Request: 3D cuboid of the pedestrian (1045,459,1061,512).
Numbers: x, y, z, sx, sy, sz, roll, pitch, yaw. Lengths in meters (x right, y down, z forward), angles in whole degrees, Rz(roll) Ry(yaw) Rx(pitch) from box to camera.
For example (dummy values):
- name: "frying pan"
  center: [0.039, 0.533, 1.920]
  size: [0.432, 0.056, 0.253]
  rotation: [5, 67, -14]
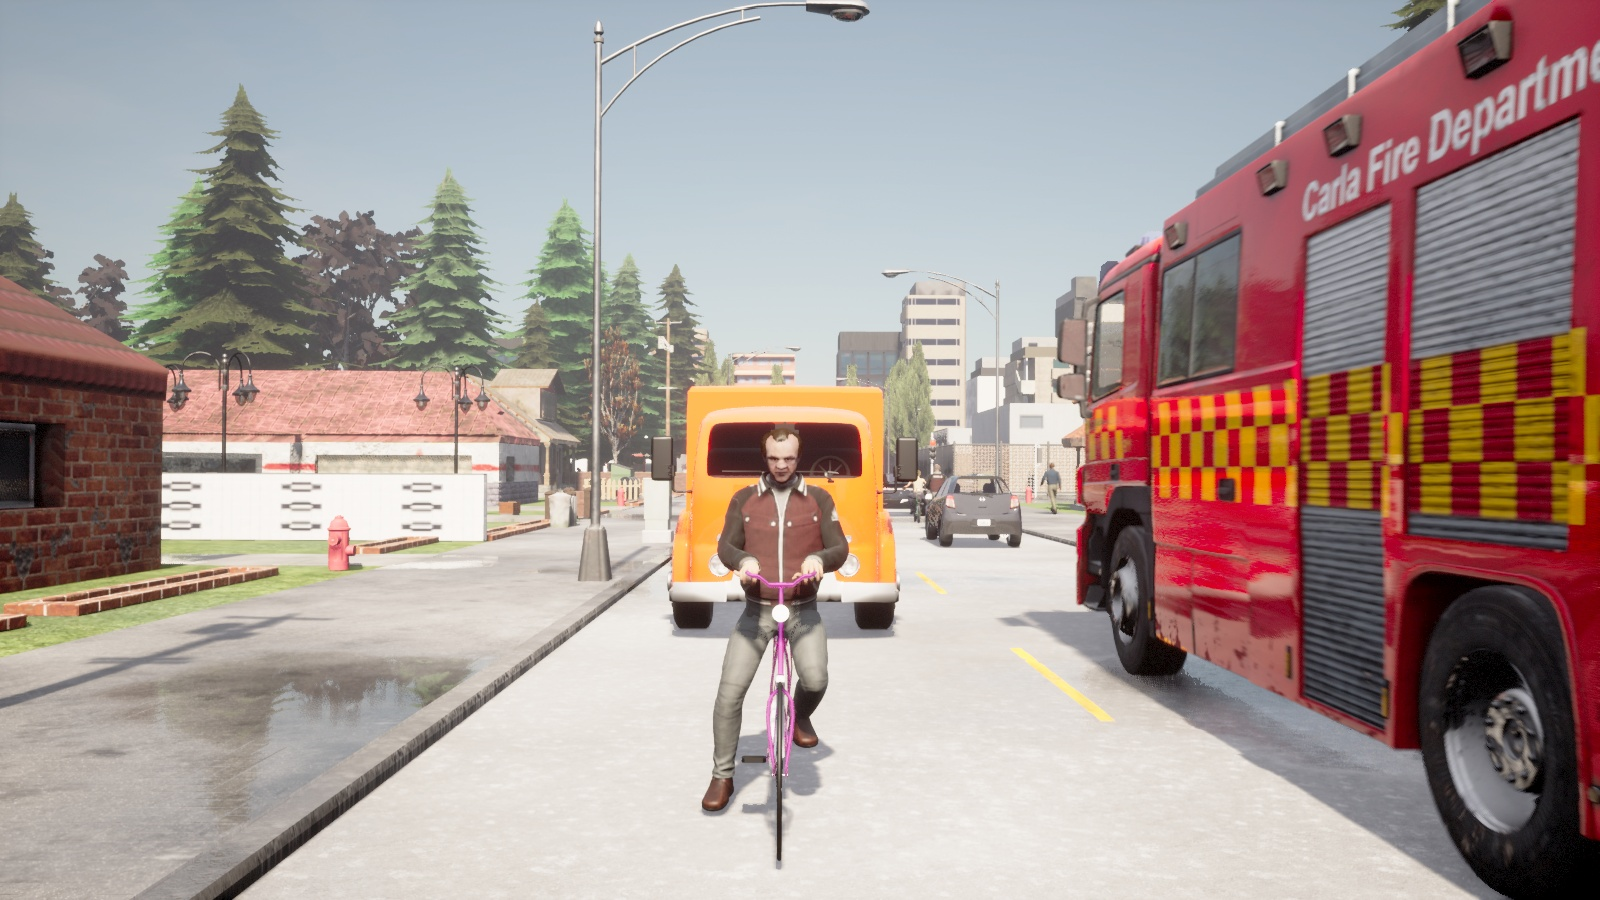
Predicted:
- name: "pedestrian"
  center: [8.742, 1.217, 43.429]
  size: [0.370, 1.835, 0.726]
  rotation: [0, -1, 0]

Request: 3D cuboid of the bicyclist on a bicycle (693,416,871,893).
- name: "bicyclist on a bicycle"
  center: [-0.079, 0.780, 5.614]
  size: [0.659, 1.776, 1.843]
  rotation: [0, -1, -1]

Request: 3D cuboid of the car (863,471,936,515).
- name: "car"
  center: [3.519, 1.516, 45.323]
  size: [2.128, 1.511, 4.902]
  rotation: [0, -1, -1]

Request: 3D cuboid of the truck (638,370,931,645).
- name: "truck"
  center: [-0.168, 0.562, 13.922]
  size: [2.627, 2.467, 5.204]
  rotation: [0, -1, -1]

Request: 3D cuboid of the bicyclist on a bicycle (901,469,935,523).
- name: "bicyclist on a bicycle"
  center: [3.580, 1.378, 38.293]
  size: [0.866, 1.612, 1.509]
  rotation: [0, -1, -1]

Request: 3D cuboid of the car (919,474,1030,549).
- name: "car"
  center: [3.697, 1.269, 27.173]
  size: [1.845, 1.501, 3.633]
  rotation: [0, -1, -1]

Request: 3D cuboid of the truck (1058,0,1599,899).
- name: "truck"
  center: [3.898, -0.241, 7.466]
  size: [2.891, 3.827, 8.468]
  rotation: [0, -1, -1]
